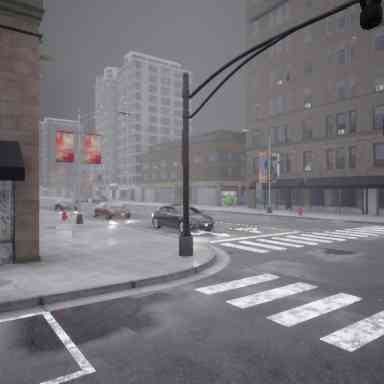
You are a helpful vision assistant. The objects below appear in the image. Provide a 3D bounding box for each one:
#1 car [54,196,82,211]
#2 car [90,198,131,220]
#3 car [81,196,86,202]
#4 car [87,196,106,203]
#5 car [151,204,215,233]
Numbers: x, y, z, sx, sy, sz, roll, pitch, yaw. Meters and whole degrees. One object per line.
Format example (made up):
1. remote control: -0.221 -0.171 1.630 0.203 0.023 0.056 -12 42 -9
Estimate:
1. car: -14.849 1.470 39.146 1.812 1.442 4.674 0 1 -36
2. car: -6.790 1.490 27.970 1.812 1.442 4.674 0 0 -36
3. car: -21.407 1.451 59.638 2.033 1.411 5.357 0 0 -36
4. car: -16.158 1.411 57.909 1.837 1.490 4.892 0 0 -36
5. car: -0.641 1.485 19.439 1.837 1.490 4.892 0 0 -35
